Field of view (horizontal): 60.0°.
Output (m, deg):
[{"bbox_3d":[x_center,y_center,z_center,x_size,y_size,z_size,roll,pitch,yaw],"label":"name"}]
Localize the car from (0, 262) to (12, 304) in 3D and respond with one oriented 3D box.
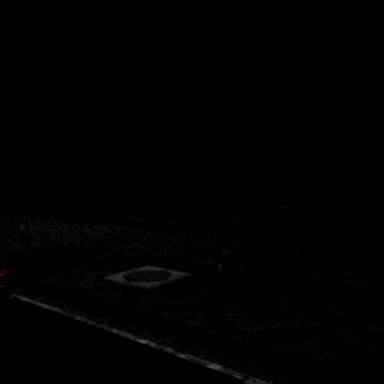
[{"bbox_3d":[-5.247,1.580,6.702,4.206,1.307,1.802,0,0,35],"label":"car"}]
